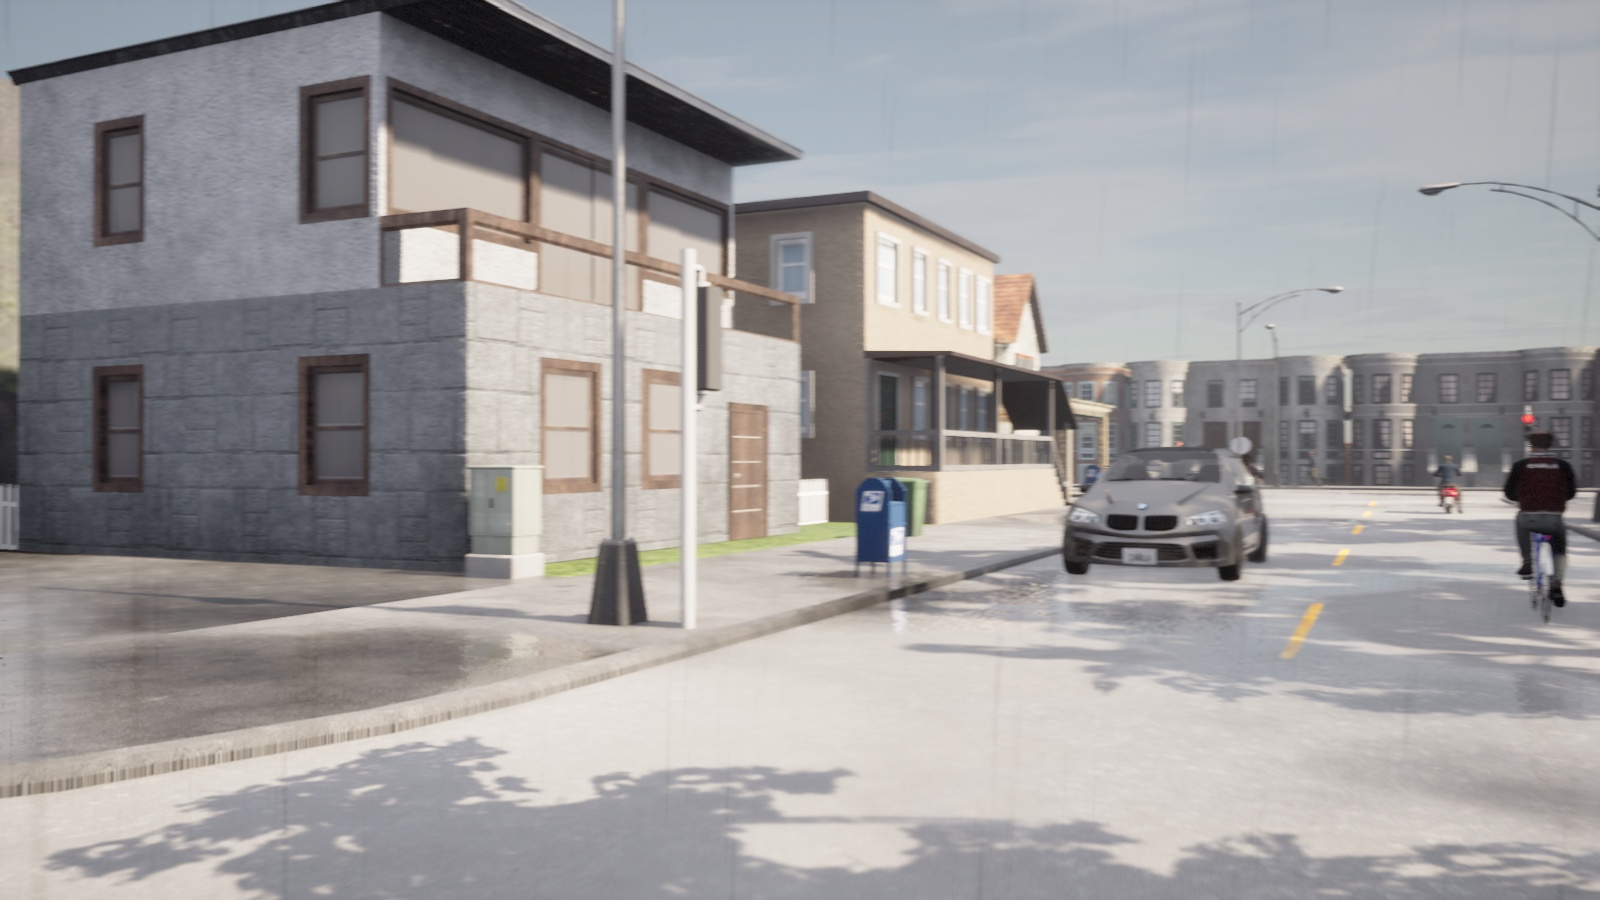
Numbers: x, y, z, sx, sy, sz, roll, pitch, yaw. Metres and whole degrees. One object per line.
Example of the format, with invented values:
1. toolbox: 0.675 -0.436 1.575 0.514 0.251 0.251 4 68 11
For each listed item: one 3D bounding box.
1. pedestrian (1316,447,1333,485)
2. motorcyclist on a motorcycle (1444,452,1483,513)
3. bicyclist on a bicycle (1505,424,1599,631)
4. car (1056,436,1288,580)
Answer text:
1. pedestrian: 25.947 0.782 62.126 0.726 1.842 0.402 -1 0 30
2. motorcyclist on a motorcycle: 17.985 0.861 34.075 0.866 1.590 1.817 0 0 26
3. bicyclist on a bicycle: 7.028 0.669 11.725 0.659 1.776 1.843 -1 0 26
4. car: 5.206 0.690 17.076 2.242 1.667 4.611 0 0 27
